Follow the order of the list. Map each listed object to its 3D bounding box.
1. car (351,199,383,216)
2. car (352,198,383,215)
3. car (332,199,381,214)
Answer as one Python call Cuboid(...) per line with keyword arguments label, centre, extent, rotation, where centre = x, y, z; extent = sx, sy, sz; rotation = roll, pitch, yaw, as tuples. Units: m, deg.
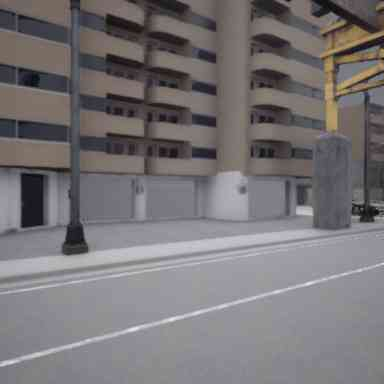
Cuboid(label="car", centre=(15.563, 1.448, 31.663), extent=(2.038, 1.542, 4.974), rotation=(0, 0, -11))
Cuboid(label="car", centre=(19.138, 1.448, 33.813), extent=(4.974, 1.542, 2.038), rotation=(0, 0, 34))
Cuboid(label="car", centre=(15.553, 1.291, 31.714), extent=(1.853, 1.218, 4.536), rotation=(0, 0, -11))
